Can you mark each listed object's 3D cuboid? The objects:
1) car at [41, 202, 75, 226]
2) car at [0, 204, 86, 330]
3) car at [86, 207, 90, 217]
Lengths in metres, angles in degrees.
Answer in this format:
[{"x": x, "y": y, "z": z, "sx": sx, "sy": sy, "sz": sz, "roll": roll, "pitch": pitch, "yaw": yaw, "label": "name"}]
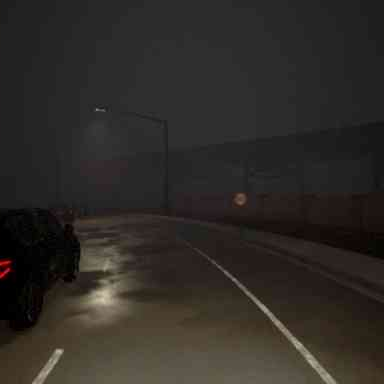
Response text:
[{"x": -11.926, "y": 1.865, "z": 29.471, "sx": 2.097, "sy": 1.767, "sz": 4.553, "roll": -1, "pitch": -1, "yaw": -30, "label": "car"}, {"x": -3.992, "y": 1.352, "z": 7.176, "sx": 2.150, "sy": 2.045, "sz": 5.566, "roll": 0, "pitch": -1, "yaw": -7, "label": "car"}, {"x": -13.063, "y": 2.092, "z": 37.257, "sx": 2.128, "sy": 1.511, "sz": 4.902, "roll": -1, "pitch": -1, "yaw": -37, "label": "car"}]
